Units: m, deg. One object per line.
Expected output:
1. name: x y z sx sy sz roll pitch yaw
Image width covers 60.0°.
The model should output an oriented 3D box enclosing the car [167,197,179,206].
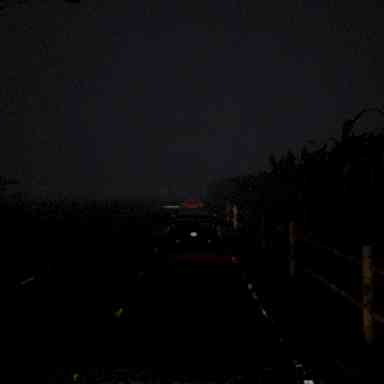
1. car: -2.819 1.412 51.298 2.033 1.411 5.357 0 0 0

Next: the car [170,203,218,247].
1. car: 0.077 1.443 14.888 1.882 1.535 5.008 0 0 0

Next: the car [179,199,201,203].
1. car: 0.083 1.402 30.472 1.882 1.535 5.008 0 0 0
